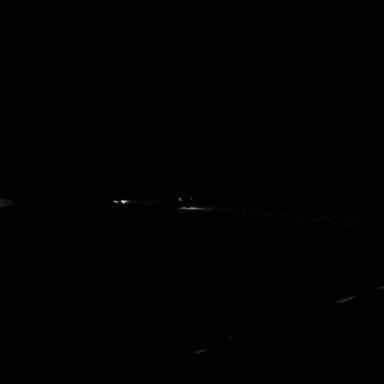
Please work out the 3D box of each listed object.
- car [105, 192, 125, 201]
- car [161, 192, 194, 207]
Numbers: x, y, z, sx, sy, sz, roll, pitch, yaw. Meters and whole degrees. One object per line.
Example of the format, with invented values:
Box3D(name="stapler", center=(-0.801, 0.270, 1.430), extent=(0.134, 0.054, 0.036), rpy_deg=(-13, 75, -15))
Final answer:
Box3D(name="car", center=(-12.573, 0.676, 54.247), extent=(1.994, 1.385, 4.181), rpy_deg=(0, 1, -35))
Box3D(name="car", center=(-1.698, 0.796, 38.805), extent=(2.097, 1.767, 4.553), rpy_deg=(0, 1, -35))
